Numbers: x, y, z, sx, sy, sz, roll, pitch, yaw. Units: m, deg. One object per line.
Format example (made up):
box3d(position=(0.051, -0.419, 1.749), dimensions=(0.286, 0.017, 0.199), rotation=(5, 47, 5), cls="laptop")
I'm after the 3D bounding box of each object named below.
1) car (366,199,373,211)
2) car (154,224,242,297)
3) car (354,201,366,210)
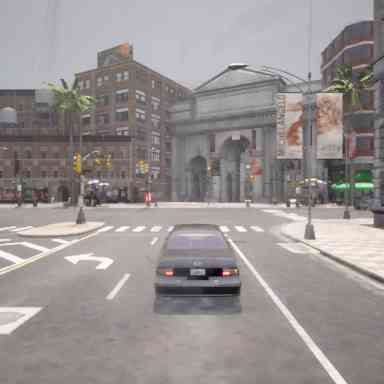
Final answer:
box3d(position=(22.705, 1.526, 37.468), dimensions=(4.674, 1.442, 1.812), rotation=(0, 0, 1), cls="car")
box3d(position=(0.111, 1.547, 8.741), dimensions=(2.033, 1.411, 5.357), rotation=(0, 0, 0), cls="car")
box3d(position=(22.279, 1.564, 40.966), dimensions=(4.181, 1.385, 1.994), rotation=(0, 0, 0), cls="car")
